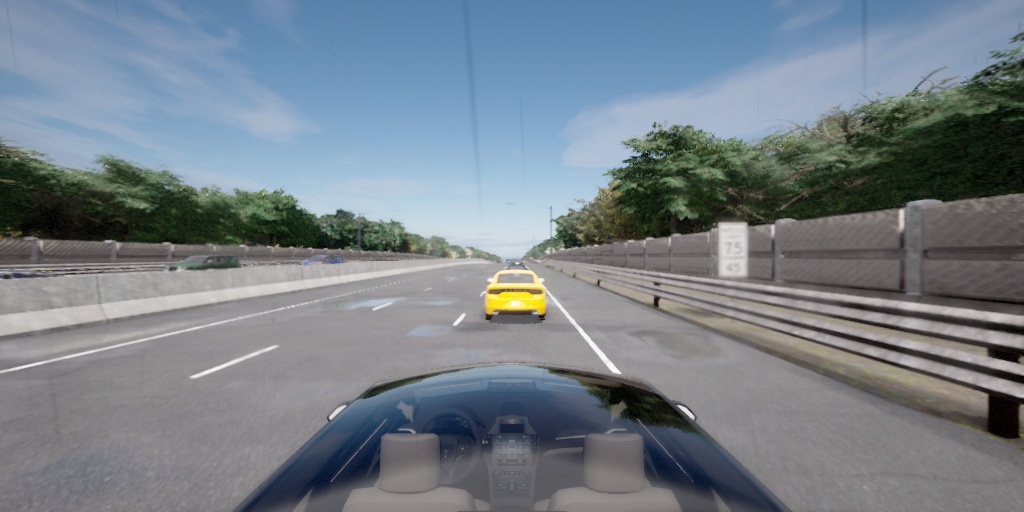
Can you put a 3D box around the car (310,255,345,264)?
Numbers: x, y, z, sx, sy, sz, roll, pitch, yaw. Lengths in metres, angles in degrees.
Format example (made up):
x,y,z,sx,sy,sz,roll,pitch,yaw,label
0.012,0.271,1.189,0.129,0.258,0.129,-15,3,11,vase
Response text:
x,y,z,sx,sy,sz,roll,pitch,yaw,label
-20.549,0.907,38.740,2.150,2.045,5.566,0,0,1,car

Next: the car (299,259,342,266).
x,y,z,sx,sy,sz,roll,pitch,yaw,label
-17.186,1.223,31.478,1.812,1.442,4.674,0,0,1,car

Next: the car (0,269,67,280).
x,y,z,sx,sy,sz,roll,pitch,yaw,label
-17.481,1.206,11.719,2.128,1.511,4.902,0,0,1,car

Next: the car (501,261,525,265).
x,y,z,sx,sy,sz,roll,pitch,yaw,label
0.328,1.300,26.408,1.994,1.385,4.181,0,0,1,car

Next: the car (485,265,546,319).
x,y,z,sx,sy,sz,roll,pitch,yaw,label
0.134,1.232,12.816,1.882,1.535,5.008,0,0,1,car

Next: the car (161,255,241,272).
x,y,z,sx,sy,sz,roll,pitch,yaw,label
-24.240,0.909,28.331,2.150,2.045,5.566,0,0,1,car

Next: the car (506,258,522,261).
x,y,z,sx,sy,sz,roll,pitch,yaw,label
0.642,1.059,48.343,2.097,1.767,4.553,0,0,1,car
